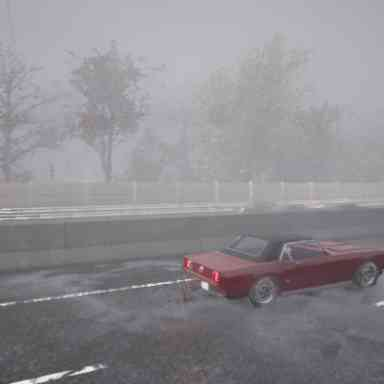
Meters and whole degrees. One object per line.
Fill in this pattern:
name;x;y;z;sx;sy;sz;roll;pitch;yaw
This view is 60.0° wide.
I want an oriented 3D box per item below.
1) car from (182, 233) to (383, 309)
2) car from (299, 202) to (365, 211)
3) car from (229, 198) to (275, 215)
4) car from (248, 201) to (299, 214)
car;2.275;1.622;7.795;4.718;1.301;1.895;-1;0;-24
car;10.153;1.507;23.137;4.892;1.490;1.837;-1;0;-24
car;5.450;1.465;28.687;4.553;1.767;2.097;-1;0;-24
car;7.340;1.610;25.699;5.357;1.411;2.033;-1;0;-24
